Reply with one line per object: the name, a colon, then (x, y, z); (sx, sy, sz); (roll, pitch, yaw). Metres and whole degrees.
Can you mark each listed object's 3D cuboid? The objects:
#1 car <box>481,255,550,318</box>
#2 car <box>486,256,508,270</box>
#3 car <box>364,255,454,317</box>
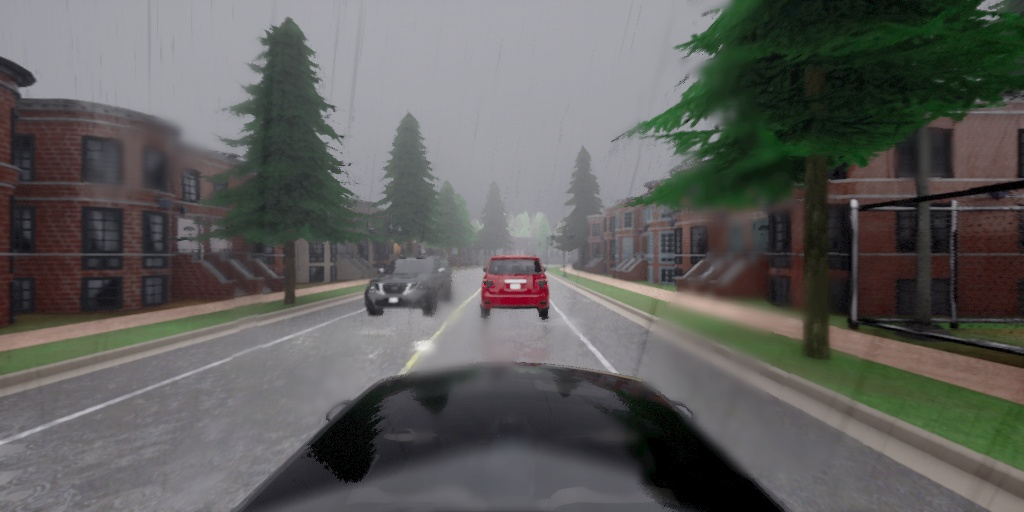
car: (0.101, 0.984, 13.124); (2.150, 2.045, 5.566); (0, 0, 0)
car: (-2.321, 1.030, 56.753); (2.150, 2.045, 5.566); (0, 0, 12)
car: (-3.601, 0.984, 13.662); (2.150, 2.045, 5.566); (0, 0, 0)
